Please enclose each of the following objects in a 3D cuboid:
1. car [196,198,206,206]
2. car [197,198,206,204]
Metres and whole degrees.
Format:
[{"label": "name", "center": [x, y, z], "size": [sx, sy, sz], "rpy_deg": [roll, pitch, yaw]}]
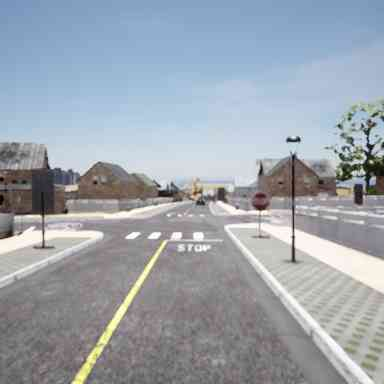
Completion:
[{"label": "car", "center": [1.931, 2.101, 73.808], "size": [2.097, 1.767, 4.553], "rpy_deg": [0, -1, 3]}, {"label": "car", "center": [2.465, 2.292, 83.830], "size": [2.033, 1.411, 5.357], "rpy_deg": [0, -1, 3]}]
